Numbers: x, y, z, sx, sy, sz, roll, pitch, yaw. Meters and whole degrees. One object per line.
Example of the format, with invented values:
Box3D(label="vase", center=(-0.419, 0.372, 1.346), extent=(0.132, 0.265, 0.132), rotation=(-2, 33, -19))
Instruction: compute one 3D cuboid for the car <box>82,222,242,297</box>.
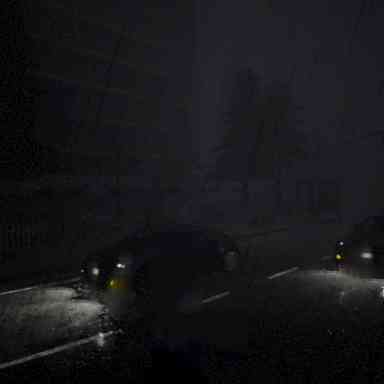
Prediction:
Box3D(label="car", center=(-0.618, 1.511, 8.571), extent=(4.181, 1.385, 1.994), rotation=(-1, 1, -42))

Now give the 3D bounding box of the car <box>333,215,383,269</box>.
Box3D(label="car", center=(5.873, 1.405, 9.870), extent=(4.181, 1.385, 1.994), rotation=(-1, 1, -44))
